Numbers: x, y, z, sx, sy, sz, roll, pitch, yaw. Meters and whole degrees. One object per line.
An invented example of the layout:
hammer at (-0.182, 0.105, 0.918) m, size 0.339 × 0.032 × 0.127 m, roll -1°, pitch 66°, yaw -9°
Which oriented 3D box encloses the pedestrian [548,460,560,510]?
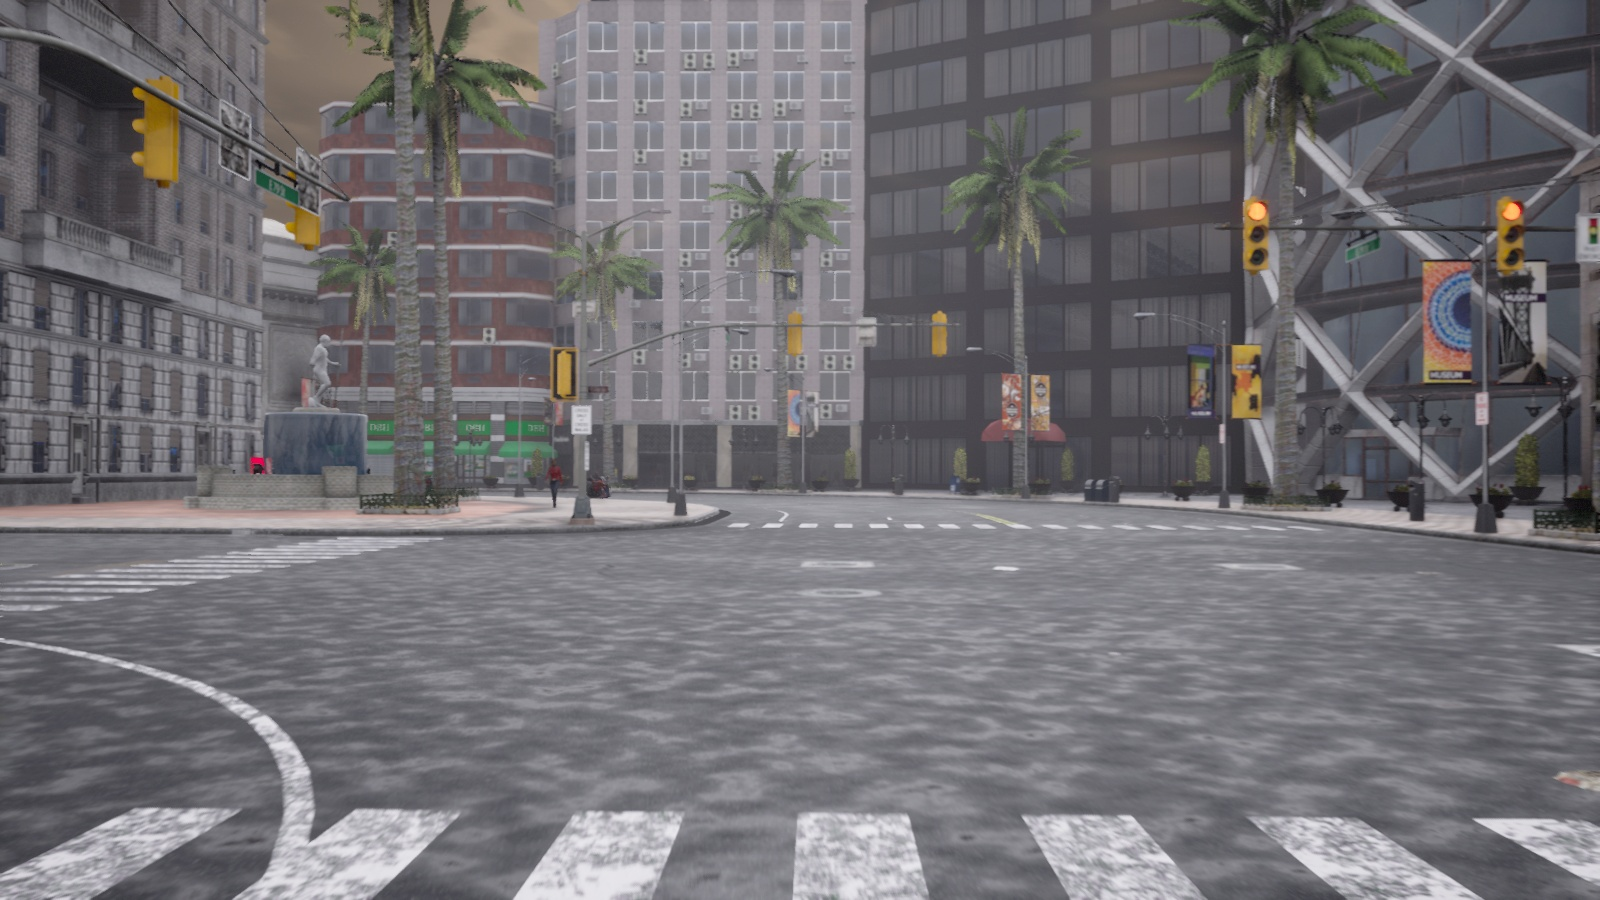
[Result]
pedestrian at (-9.080, 1.285, 46.312) m, size 0.331 × 1.846 × 0.636 m, roll 0°, pitch -1°, yaw -1°

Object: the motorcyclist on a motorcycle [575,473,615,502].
motorcyclist on a motorcycle at (-11.213, 2.049, 68.791) m, size 2.191 × 1.530 × 0.866 m, roll -1°, pitch -1°, yaw 36°
